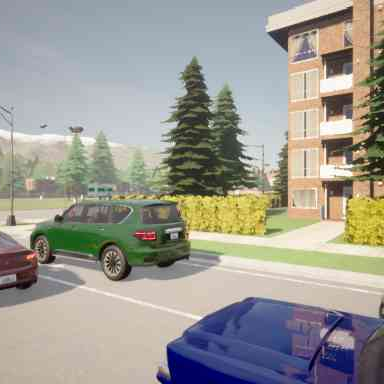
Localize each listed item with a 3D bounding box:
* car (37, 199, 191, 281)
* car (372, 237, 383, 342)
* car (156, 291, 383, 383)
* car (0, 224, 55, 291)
[{"bbox_3d":[-2.628,1.221,10.103,5.566,2.045,2.150,0,0,36],"label":"car"},{"bbox_3d":[5.044,1.564,4.698,4.181,1.385,1.994,0,0,35],"label":"car"},{"bbox_3d":[2.008,1.601,2.564,4.718,1.301,1.895,0,0,35],"label":"car"},{"bbox_3d":[-5.432,1.526,7.810,4.674,1.442,1.812,0,0,36],"label":"car"}]
